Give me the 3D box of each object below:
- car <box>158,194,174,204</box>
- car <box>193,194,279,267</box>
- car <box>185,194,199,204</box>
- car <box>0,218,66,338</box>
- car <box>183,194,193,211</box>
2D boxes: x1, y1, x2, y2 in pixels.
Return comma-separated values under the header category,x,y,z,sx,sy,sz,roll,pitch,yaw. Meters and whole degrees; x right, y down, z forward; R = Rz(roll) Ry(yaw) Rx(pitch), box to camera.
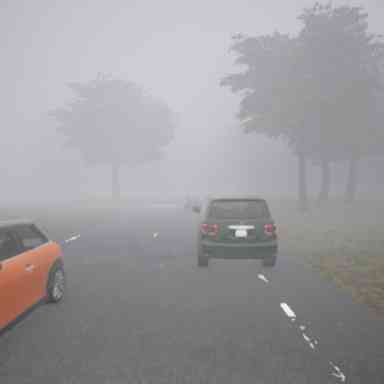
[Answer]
category,x,y,z,sx,sy,sz,roll,pitch,yaw
car,-3.573,0.968,46.182,1.895,1.301,4.718,0,1,0
car,1.228,1.078,10.944,2.150,2.045,5.566,0,1,0
car,0.026,0.931,48.811,1.895,1.301,4.718,0,1,0
car,-3.599,1.287,4.809,2.097,1.767,4.553,0,1,0
car,0.058,1.081,34.500,2.033,1.411,5.357,0,1,0
